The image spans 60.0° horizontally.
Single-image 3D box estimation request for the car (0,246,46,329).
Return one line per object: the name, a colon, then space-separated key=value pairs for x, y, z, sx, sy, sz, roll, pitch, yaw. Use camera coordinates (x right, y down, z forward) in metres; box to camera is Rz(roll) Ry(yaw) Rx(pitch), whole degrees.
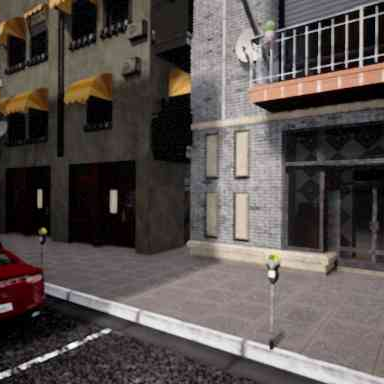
car: x=-4.516 y=1.541 z=6.090 sx=4.507 sy=1.381 sz=1.887 roll=0 pitch=1 yaw=36
